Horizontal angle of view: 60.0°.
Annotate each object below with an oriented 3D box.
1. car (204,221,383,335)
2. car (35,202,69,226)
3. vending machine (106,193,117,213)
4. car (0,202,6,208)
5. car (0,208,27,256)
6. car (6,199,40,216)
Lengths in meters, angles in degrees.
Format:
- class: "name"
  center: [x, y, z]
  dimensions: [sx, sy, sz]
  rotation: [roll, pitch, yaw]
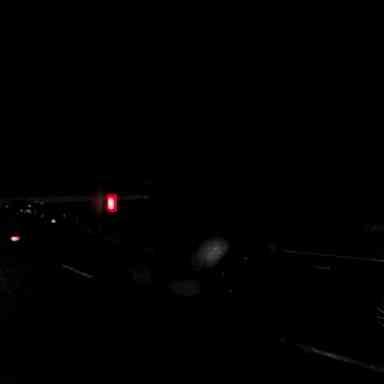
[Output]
- class: "car"
  center: [2.453, 1.381, 6.881]
  dimensions: [4.553, 1.767, 2.097]
  rotation: [0, 0, 38]
- class: "car"
  center: [-9.752, 1.577, 23.449]
  dimensions: [1.895, 1.301, 4.718]
  rotation: [0, 0, -22]
- class: "vending machine"
  center: [-8.693, 1.197, 35.975]
  dimensions: [1.100, 2.100, 0.880]
  rotation: [0, 0, -4]
- class: "car"
  center: [-19.348, 1.499, 36.654]
  dimensions: [1.994, 1.385, 4.181]
  rotation: [0, 0, -3]
- class: "car"
  center: [-7.567, 1.520, 12.248]
  dimensions: [2.033, 1.411, 5.357]
  rotation: [0, 0, -36]
- class: "car"
  center: [-15.492, 1.444, 31.842]
  dimensions: [2.128, 1.511, 4.902]
  rotation: [0, 0, -9]
